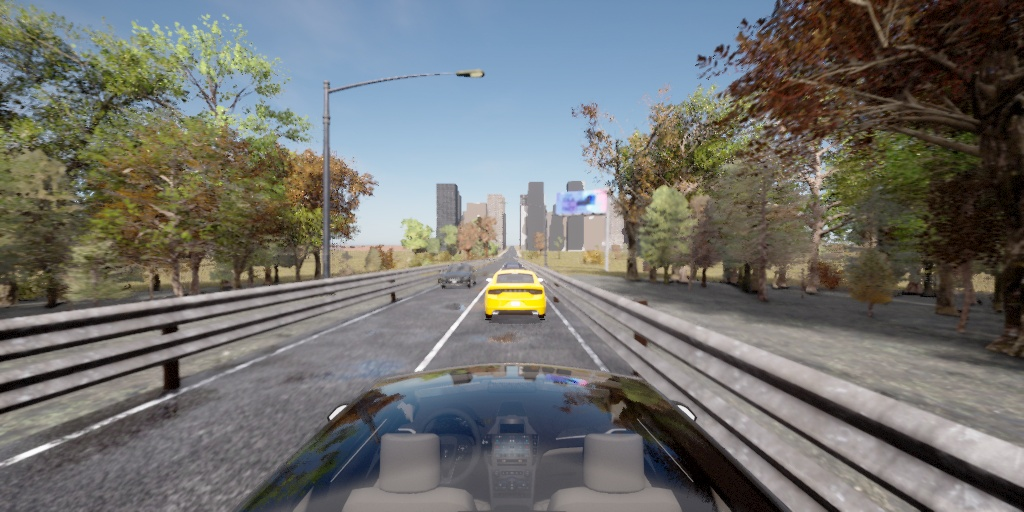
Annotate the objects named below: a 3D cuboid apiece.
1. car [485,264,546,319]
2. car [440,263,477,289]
[{"bbox_3d":[0.100,1.223,12.808,1.882,1.535,5.008,0,0,0],"label":"car"},{"bbox_3d":[-3.354,1.245,23.223,1.837,1.490,4.892,0,0,0],"label":"car"}]
